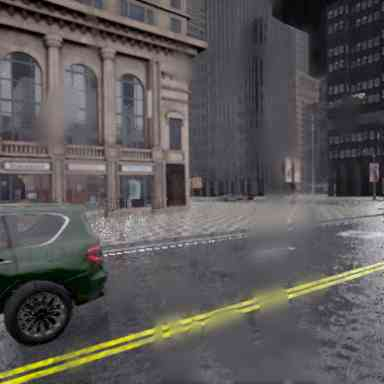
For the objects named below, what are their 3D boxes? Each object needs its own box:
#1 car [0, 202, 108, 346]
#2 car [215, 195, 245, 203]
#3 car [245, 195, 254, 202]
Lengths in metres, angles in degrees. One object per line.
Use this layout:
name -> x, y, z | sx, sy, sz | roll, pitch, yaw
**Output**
car -> -4.050, 1.233, 4.790 | 5.566, 2.045, 2.150 | -1, 1, -35
car -> 6.498, 1.170, 60.511 | 2.033, 1.411, 5.357 | -1, 0, -35
car -> 9.356, 1.156, 62.111 | 1.895, 1.301, 4.718 | -1, 0, -35
